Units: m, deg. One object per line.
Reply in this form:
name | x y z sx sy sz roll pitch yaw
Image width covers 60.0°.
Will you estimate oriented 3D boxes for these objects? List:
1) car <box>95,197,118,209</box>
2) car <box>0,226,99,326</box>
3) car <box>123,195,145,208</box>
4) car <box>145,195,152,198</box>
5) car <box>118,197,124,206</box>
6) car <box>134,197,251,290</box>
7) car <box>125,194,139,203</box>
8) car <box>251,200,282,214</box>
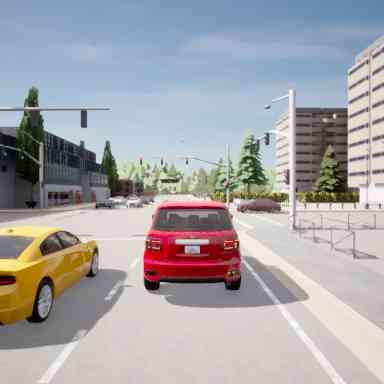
car | -11.796 1.564 45.354 1.994 1.385 4.181 0 0 -2
car | -3.482 1.478 7.207 1.882 1.535 5.008 0 0 0
car | -8.385 1.526 48.657 1.812 1.442 4.674 0 0 -1
car | -8.653 1.504 58.740 1.837 1.490 4.892 0 0 -1
car | -12.070 1.525 55.171 1.812 1.442 4.674 0 0 -1
car | 0.011 1.221 9.196 2.150 2.045 5.566 0 0 0
car | -12.356 1.352 68.402 2.097 1.767 4.553 0 0 -2
car | 6.988 1.526 34.792 4.674 1.442 1.812 0 0 3
